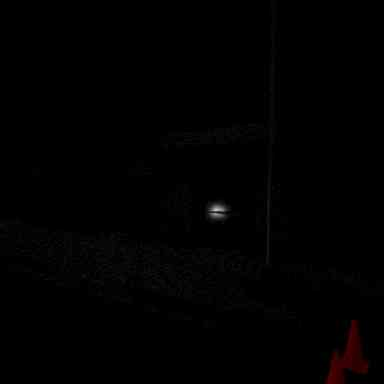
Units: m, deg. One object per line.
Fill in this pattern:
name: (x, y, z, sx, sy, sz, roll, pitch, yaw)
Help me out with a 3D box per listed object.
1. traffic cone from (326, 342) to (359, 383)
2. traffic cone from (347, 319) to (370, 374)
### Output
traffic cone: (1.515, 1.951, 3.503, 0.340, 0.580, 0.340, 1, 0, 36)
traffic cone: (2.097, 1.953, 4.316, 0.340, 0.580, 0.340, 1, 1, 36)
